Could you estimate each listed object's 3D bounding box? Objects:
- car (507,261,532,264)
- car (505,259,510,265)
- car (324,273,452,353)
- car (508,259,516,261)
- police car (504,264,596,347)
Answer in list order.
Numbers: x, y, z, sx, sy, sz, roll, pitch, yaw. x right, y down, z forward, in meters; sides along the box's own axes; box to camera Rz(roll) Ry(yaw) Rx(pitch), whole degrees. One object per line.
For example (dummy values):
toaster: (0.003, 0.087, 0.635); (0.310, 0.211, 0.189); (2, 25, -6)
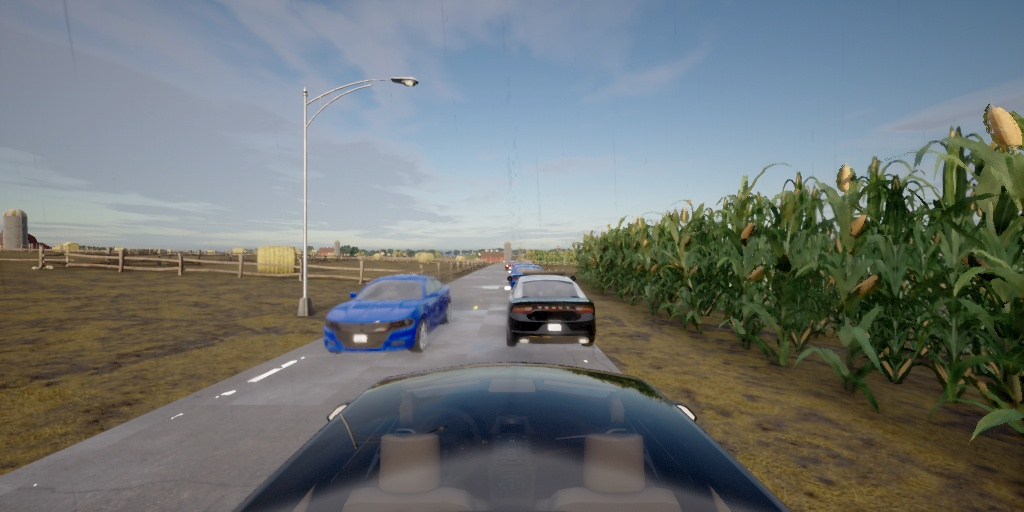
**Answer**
car: (0.819, 1.213, 19.373); (1.882, 1.535, 5.008); (0, 0, 0)
car: (0.019, 1.294, 47.726); (1.895, 1.301, 4.718); (0, 0, 0)
car: (-2.752, 1.224, 9.007); (1.882, 1.535, 5.008); (0, 0, 0)
car: (0.813, 1.201, 25.373); (1.882, 1.535, 5.008); (0, 0, 0)
police car: (0.822, 1.171, 9.483); (1.930, 1.638, 5.238); (0, 0, 0)
